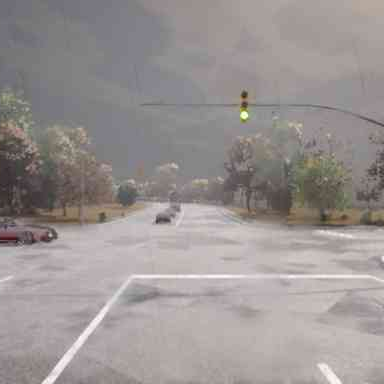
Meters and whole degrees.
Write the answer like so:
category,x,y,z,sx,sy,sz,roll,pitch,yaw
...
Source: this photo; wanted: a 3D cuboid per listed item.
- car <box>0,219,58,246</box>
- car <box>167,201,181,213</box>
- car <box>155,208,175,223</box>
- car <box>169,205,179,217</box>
category,x,y,z,sx,sy,sz,roll,pitch,yaw
car,-9.556,2.140,18.070,4.181,1.385,1.994,0,-3,7
car,-3.523,3.191,69.483,2.150,2.045,5.566,0,0,0
car,-3.613,3.210,42.801,2.033,1.411,5.357,0,-2,0
car,-3.600,3.442,55.187,1.837,1.490,4.892,0,0,0
